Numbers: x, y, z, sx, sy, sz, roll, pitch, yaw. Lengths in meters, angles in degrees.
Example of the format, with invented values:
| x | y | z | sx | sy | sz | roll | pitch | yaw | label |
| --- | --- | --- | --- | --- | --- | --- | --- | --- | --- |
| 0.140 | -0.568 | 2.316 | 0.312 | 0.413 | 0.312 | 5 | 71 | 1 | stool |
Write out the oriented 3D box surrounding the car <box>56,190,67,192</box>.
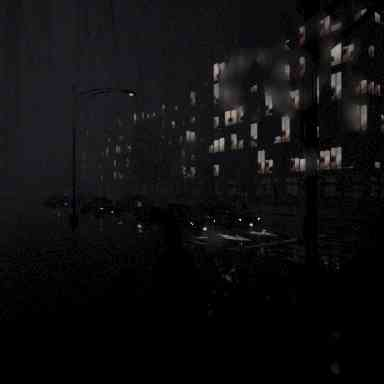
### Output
| x | y | z | sx | sy | sz | roll | pitch | yaw | label |
| --- | --- | --- | --- | --- | --- | --- | --- | --- | --- |
| -25.406 | 0.300 | 64.824 | 1.812 | 1.442 | 4.674 | 0 | 1 | -38 | car |

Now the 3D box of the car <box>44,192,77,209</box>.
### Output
| x | y | z | sx | sy | sz | roll | pitch | yaw | label |
| --- | --- | --- | --- | --- | --- | --- | --- | --- | --- |
| -13.242 | 0.947 | 33.193 | 1.994 | 1.385 | 4.181 | 0 | 1 | -38 | car |

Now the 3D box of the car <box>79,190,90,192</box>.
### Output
| x | y | z | sx | sy | sz | roll | pitch | yaw | label |
| --- | --- | --- | --- | --- | --- | --- | --- | --- | --- |
| -18.076 | 0.485 | 55.471 | 2.128 | 1.511 | 4.902 | 0 | 1 | -38 | car |

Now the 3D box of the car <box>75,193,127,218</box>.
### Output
| x | y | z | sx | sy | sz | roll | pitch | yaw | label |
| --- | --- | --- | --- | --- | --- | --- | --- | --- | --- |
| -7.043 | 1.092 | 25.294 | 1.812 | 1.442 | 4.674 | 0 | 1 | -38 | car |

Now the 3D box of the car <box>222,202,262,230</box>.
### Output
| x | y | z | sx | sy | sz | roll | pitch | yaw | label |
| --- | --- | --- | --- | --- | --- | --- | --- | --- | --- |
| 1.576 | 1.289 | 19.667 | 2.033 | 1.411 | 5.357 | 0 | 1 | -36 | car |

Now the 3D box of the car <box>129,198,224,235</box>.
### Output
| x | y | z | sx | sy | sz | roll | pitch | yaw | label |
| --- | --- | --- | --- | --- | --- | --- | --- | --- | --- |
| -1.030 | 1.292 | 17.668 | 2.033 | 1.411 | 5.357 | 0 | 1 | -38 | car |

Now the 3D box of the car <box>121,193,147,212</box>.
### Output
| x | y | z | sx | sy | sz | roll | pitch | yaw | label |
| --- | --- | --- | --- | --- | --- | --- | --- | --- | --- |
| -4.613 | 0.911 | 27.468 | 2.097 | 1.767 | 4.553 | 0 | 1 | -38 | car |
